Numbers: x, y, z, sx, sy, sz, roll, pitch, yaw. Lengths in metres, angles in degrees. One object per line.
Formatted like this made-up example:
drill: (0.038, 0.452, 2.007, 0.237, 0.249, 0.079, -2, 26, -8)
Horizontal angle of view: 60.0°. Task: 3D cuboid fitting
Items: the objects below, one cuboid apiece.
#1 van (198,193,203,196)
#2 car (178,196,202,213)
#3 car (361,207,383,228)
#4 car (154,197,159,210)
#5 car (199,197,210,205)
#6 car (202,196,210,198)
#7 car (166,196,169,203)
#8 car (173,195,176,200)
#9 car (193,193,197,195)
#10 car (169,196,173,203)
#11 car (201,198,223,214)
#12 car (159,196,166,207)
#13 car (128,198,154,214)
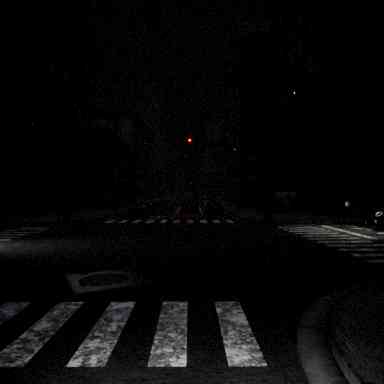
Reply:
van: (2.366, 1.424, 58.134, 1.690, 1.788, 3.998, 0, 0, 0)
car: (-0.215, 1.535, 38.250, 2.128, 1.511, 4.902, 0, 0, 0)
car: (13.001, 1.304, 20.607, 4.553, 1.767, 2.097, 0, 0, 0)
car: (-5.679, 1.489, 41.612, 1.967, 1.590, 4.097, 0, 0, 0)
car: (2.373, 1.647, 63.644, 2.008, 1.369, 4.403, 0, 0, 0)
car: (2.352, 1.641, 47.112, 1.802, 1.307, 4.206, 0, 0, 0)
car: (-5.658, 1.634, 58.143, 2.008, 1.369, 4.403, 0, 0, 0)
car: (-5.630, 1.694, 80.186, 2.008, 1.369, 4.403, 0, 0, 0)
car: (2.040, 1.401, 90.089, 2.150, 2.045, 5.566, 0, 0, 0)
car: (-5.645, 1.552, 69.165, 1.967, 1.590, 4.097, 0, 0, 0)
car: (2.338, 1.606, 36.090, 1.947, 1.339, 4.313, 0, 0, 0)
car: (-5.665, 1.653, 52.633, 1.802, 1.307, 4.206, 0, 0, 0)
car: (-5.687, 1.480, 36.101, 1.967, 1.590, 4.097, 0, 0, 0)
